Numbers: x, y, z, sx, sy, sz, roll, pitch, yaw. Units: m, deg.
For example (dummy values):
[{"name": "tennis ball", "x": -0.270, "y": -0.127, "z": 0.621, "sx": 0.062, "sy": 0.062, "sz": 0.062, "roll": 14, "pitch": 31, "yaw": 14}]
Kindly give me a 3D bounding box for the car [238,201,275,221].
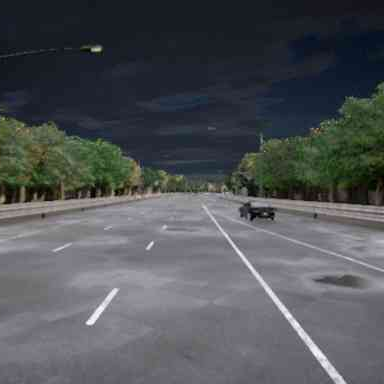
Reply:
[{"name": "car", "x": 5.120, "y": 1.465, "z": 26.859, "sx": 1.882, "sy": 1.535, "sz": 5.008, "roll": 0, "pitch": 0, "yaw": -6}]
